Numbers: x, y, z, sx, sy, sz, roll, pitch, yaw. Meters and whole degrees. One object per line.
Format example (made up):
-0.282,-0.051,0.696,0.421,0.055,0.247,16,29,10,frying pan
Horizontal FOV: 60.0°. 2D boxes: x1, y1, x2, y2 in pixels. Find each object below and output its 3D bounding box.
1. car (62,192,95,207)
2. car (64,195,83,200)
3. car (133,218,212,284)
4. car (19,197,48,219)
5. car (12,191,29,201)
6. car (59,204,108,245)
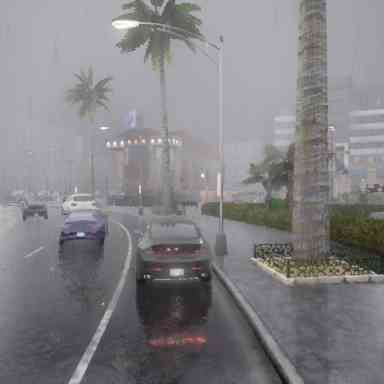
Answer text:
-10.232,1.213,29.845,2.150,2.045,5.566,0,0,-29,car
-31.543,1.547,88.654,4.718,1.301,1.895,0,0,21,car
-0.632,1.504,9.664,1.837,1.490,4.892,0,0,-7,car
-13.675,1.496,28.662,1.837,1.490,4.892,1,0,-30,car
-37.893,1.221,71.704,4.553,1.767,2.185,0,0,21,car
-4.948,1.522,15.492,1.812,1.442,4.674,0,0,-13,car
